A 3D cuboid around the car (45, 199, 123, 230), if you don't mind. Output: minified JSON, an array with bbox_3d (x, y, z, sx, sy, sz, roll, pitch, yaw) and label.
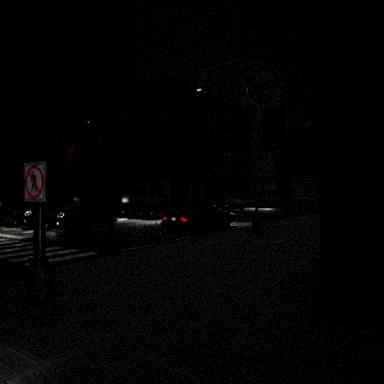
[{"bbox_3d":[-6.910,1.297,20.632,2.097,1.767,4.553,0,0,35],"label":"car"}]

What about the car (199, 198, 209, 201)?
[{"bbox_3d":[0.749,1.424,37.084,2.033,1.411,5.357,0,0,35],"label":"car"}]

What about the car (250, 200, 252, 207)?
[{"bbox_3d":[6.560,1.398,45.239,1.994,1.385,4.181,0,0,36],"label":"car"}]

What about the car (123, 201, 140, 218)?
[{"bbox_3d":[-4.644,1.480,29.471,1.994,1.385,4.181,0,0,35],"label":"car"}]

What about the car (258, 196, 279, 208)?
[{"bbox_3d":[10.218,1.325,44.800,1.837,1.490,4.892,0,0,34],"label":"car"}]

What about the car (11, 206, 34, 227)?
[{"bbox_3d":[-9.634,1.304,22.411,2.097,1.767,4.553,0,0,35],"label":"car"}]

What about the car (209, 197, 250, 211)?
[{"bbox_3d":[4.179,1.390,36.296,1.812,1.442,4.674,0,0,36],"label":"car"}]

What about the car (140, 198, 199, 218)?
[{"bbox_3d":[-1.775,1.413,27.888,1.837,1.490,4.892,0,0,35],"label":"car"}]

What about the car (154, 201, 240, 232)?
[{"bbox_3d":[0.490,1.466,19.486,2.033,1.411,5.357,0,0,35],"label":"car"}]
